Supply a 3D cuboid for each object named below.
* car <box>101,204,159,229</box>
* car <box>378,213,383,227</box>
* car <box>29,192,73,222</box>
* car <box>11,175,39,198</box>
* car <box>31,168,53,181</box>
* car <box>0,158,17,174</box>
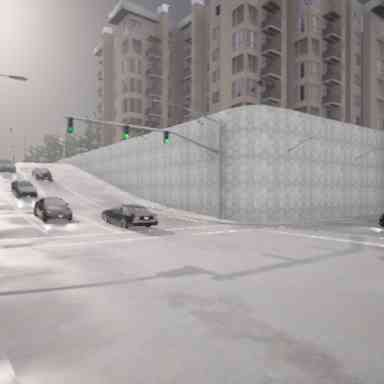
[{"bbox_3d":[-4.153,1.496,21.724,2.033,1.411,5.357,0,2,-36],"label":"car"},{"bbox_3d":[14.887,1.679,23.190,4.892,1.490,1.837,0,0,-35],"label":"car"},{"bbox_3d":[-9.868,1.121,23.499,1.812,1.442,4.674,0,5,-36],"label":"car"},{"bbox_3d":[-16.744,-0.433,33.121,2.033,1.411,5.357,0,10,-36],"label":"car"},{"bbox_3d":[-19.292,-2.376,42.874,1.812,1.442,4.674,0,12,-36],"label":"car"},{"bbox_3d":[-24.966,-3.621,44.673,2.097,1.767,4.553,1,12,-35],"label":"car"}]
